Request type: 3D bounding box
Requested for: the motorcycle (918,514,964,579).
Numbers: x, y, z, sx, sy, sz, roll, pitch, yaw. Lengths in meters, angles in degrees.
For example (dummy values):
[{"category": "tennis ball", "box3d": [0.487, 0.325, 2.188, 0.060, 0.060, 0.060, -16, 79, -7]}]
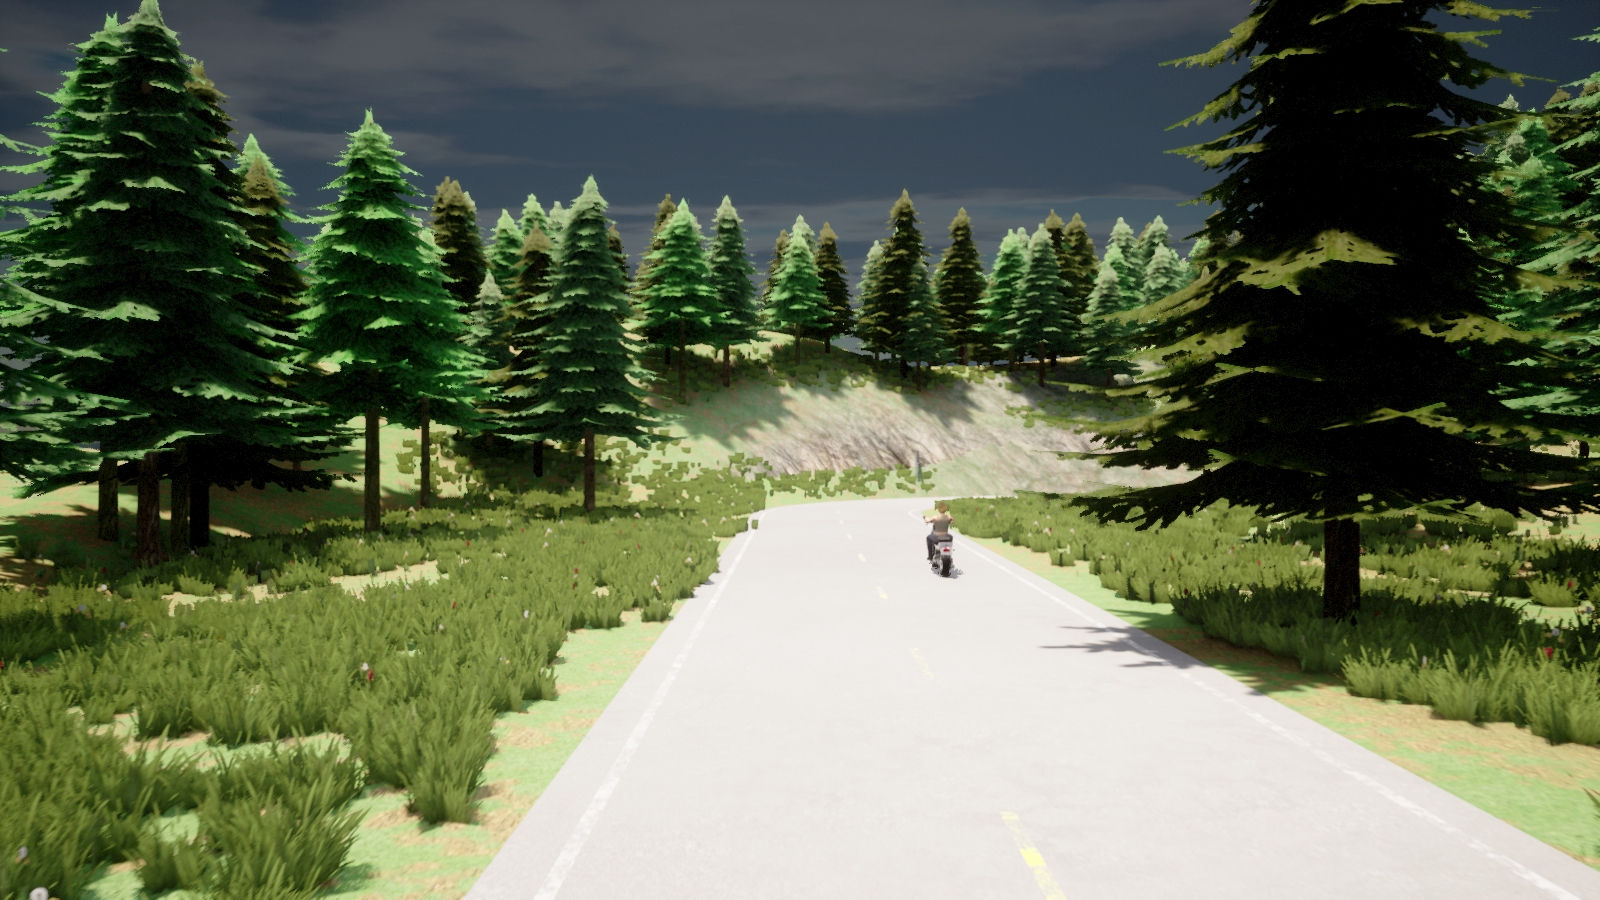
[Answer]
[{"category": "motorcycle", "box3d": [3.195, 2.168, 26.094, 0.764, 1.277, 2.356, 0, 0, 0]}]
